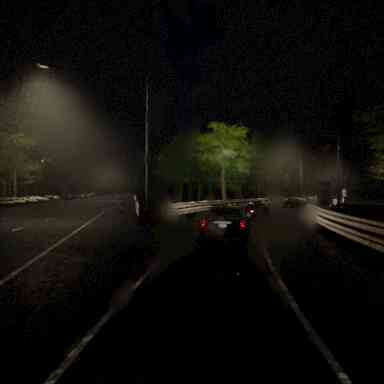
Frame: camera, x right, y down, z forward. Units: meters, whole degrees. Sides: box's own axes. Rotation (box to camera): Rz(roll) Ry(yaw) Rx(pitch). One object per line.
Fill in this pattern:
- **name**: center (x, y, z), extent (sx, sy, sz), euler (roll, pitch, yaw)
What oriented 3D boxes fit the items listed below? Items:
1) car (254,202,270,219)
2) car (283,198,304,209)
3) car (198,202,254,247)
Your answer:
- **car**: center (5.761, 1.599, 29.674), extent (1.994, 1.385, 4.181), euler (0, 0, 21)
- **car**: center (13.902, 1.595, 45.619), extent (1.812, 1.442, 4.674), euler (0, 0, 32)
- **car**: center (1.629, 1.364, 15.349), extent (2.097, 1.767, 4.553), euler (1, 0, 11)
